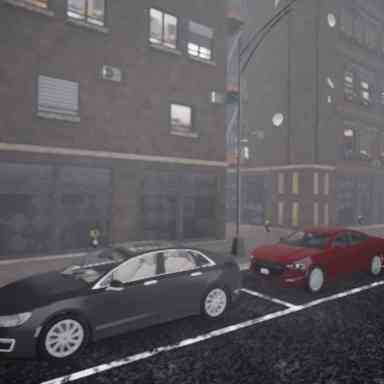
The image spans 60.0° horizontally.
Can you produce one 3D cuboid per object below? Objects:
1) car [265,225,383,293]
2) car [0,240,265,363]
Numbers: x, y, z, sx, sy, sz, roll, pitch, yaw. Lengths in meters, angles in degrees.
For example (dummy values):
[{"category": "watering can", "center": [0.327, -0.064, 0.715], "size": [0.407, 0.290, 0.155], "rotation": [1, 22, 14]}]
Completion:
[{"category": "car", "center": [3.533, 1.626, 9.079], "size": [4.507, 1.381, 1.887], "rotation": [1, 0, -36]}, {"category": "car", "center": [-1.055, 1.575, 5.805], "size": [4.403, 1.369, 2.008], "rotation": [1, 0, -36]}]
